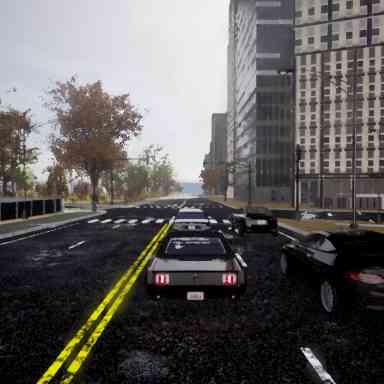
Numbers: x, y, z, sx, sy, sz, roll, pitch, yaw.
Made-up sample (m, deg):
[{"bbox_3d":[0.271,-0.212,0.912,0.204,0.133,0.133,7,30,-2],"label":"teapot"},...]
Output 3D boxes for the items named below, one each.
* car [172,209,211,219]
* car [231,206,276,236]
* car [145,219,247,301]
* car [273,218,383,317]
[{"bbox_3d":[-0.019,1.544,16.493,2.033,1.411,5.357,0,0,0],"label":"car"},{"bbox_3d":[3.328,1.500,18.286,2.163,1.488,4.792,0,0,0],"label":"car"},{"bbox_3d":[0.069,1.598,8.252,1.895,1.301,4.718,0,0,0],"label":"car"},{"bbox_3d":[3.344,1.524,7.323,1.812,1.442,4.674,0,-1,0],"label":"car"}]
